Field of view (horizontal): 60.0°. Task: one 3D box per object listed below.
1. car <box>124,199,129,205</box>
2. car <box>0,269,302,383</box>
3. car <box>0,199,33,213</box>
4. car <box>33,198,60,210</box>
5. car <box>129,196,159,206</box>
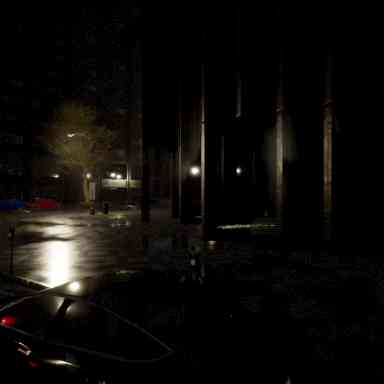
[{"bbox_3d":[-9.051,1.415,54.864,1.812,1.442,4.674,0,0,35],"label":"car"},{"bbox_3d":[-1.013,1.566,3.674,4.313,1.339,1.947,0,0,35],"label":"car"},{"bbox_3d":[-19.474,1.477,34.497,1.812,1.442,4.674,0,0,35],"label":"car"},{"bbox_3d":[-18.622,1.486,41.360,1.994,1.385,4.181,0,0,34],"label":"car"},{"bbox_3d":[-7.087,1.432,52.017,1.812,1.442,4.674,0,0,35],"label":"car"}]
